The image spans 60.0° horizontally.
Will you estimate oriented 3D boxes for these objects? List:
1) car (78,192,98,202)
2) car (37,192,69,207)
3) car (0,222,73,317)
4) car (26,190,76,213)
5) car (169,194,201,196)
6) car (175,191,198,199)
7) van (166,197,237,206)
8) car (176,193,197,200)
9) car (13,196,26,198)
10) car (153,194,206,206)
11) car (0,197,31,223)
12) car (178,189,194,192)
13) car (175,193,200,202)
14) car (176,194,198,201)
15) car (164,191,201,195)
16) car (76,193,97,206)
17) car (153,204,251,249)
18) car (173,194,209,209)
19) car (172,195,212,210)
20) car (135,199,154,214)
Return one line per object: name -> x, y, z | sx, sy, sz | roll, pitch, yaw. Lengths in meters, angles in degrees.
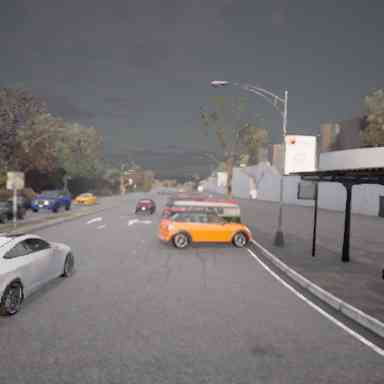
car -> -17.276, 0.820, 55.497 | 1.994, 1.385, 4.181 | 2, 0, -1
car -> -16.845, 0.901, 40.667 | 1.882, 1.535, 5.008 | 2, 1, -2
car -> -4.309, 1.652, 7.685 | 1.812, 1.442, 4.674 | 1, 0, 0
car -> -13.584, 0.865, 32.458 | 2.150, 2.045, 5.566 | 2, 1, -2
car -> 0.546, 1.481, 25.533 | 5.566, 2.045, 2.435 | 3, 1, -22
car -> -1.490, 0.820, 88.534 | 5.566, 2.045, 2.435 | 3, 1, -22
van -> 0.560, 1.586, 19.458 | 4.442, 1.987, 1.878 | 3, 1, -21
car -> -1.405, 1.137, 85.540 | 4.792, 1.488, 2.163 | 3, 0, -22
car -> -16.554, 1.113, 31.601 | 1.994, 1.385, 4.181 | 2, 1, -1
car -> 0.575, 1.522, 22.496 | 5.566, 2.045, 2.435 | 3, 1, -22
car -> -13.334, 1.340, 23.112 | 1.994, 1.385, 4.181 | 2, 1, -1
car -> -0.312, 1.126, 52.542 | 5.566, 2.045, 2.435 | 3, 0, -22
car -> -1.043, 1.213, 73.520 | 5.008, 1.535, 2.097 | 3, 0, -22
car -> -1.133, 1.233, 76.520 | 4.674, 1.452, 2.002 | 3, 1, -22
car -> 0.276, 1.353, 34.542 | 5.566, 2.045, 2.435 | 3, 1, -22
car -> -13.954, 0.964, 44.018 | 1.882, 1.535, 5.008 | 2, 1, -2
car -> 0.680, 1.732, 16.485 | 4.553, 1.767, 2.185 | 3, 1, -21
car -> -0.176, 1.316, 46.518 | 4.553, 1.767, 2.185 | 3, 0, -22
car -> -0.016, 1.357, 43.536 | 4.553, 1.767, 2.185 | 3, 1, -22
car -> -4.860, 1.449, 35.274 | 1.812, 1.442, 4.674 | 2, 1, -2
